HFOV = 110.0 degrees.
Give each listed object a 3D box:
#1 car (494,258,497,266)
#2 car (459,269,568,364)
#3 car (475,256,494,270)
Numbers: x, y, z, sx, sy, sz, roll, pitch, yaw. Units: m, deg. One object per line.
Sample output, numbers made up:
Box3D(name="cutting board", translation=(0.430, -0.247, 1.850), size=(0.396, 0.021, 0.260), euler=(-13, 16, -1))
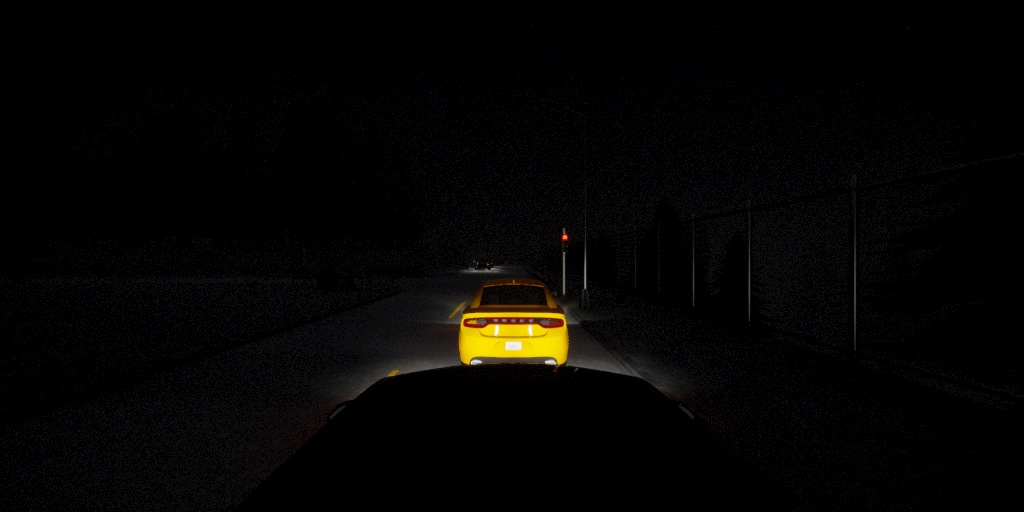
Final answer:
Box3D(name="car", translation=(-4.108, 1.351, 62.224), size=(1.895, 1.301, 4.718), euler=(0, 0, 0))
Box3D(name="car", translation=(0.043, 1.228, 7.979), size=(1.882, 1.535, 5.008), euler=(0, 0, 0))
Box3D(name="car", translation=(-4.122, 1.102, 51.948), size=(2.097, 1.767, 4.553), euler=(0, 0, 0))
